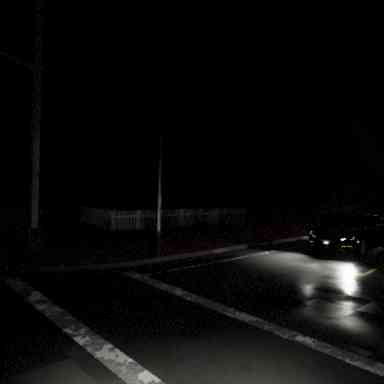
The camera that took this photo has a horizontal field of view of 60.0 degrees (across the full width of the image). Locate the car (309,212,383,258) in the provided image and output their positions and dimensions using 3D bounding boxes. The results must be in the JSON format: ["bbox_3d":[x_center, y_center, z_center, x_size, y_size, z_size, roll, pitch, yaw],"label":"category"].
[{"bbox_3d":[6.540,1.590,13.461,4.892,1.490,1.837,1,1,-43],"label":"car"}]
